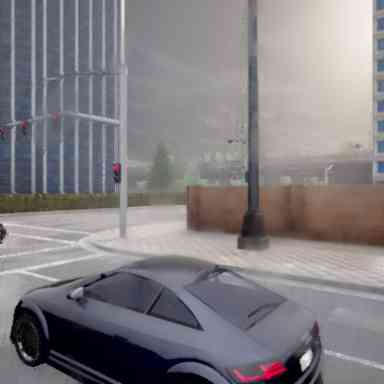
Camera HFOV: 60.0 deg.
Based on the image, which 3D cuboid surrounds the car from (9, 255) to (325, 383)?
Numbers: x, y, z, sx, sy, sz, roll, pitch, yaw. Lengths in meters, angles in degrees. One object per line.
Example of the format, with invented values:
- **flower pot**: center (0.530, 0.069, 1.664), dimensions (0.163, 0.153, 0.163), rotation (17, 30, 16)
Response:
- **car**: center (-0.531, 1.564, 4.350), dimensions (4.181, 1.385, 1.994), rotation (0, 0, 35)

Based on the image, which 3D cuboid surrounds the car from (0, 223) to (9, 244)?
- **car**: center (-8.805, 1.565, 13.128), dimensions (1.994, 1.385, 4.181), rotation (0, 0, -17)
